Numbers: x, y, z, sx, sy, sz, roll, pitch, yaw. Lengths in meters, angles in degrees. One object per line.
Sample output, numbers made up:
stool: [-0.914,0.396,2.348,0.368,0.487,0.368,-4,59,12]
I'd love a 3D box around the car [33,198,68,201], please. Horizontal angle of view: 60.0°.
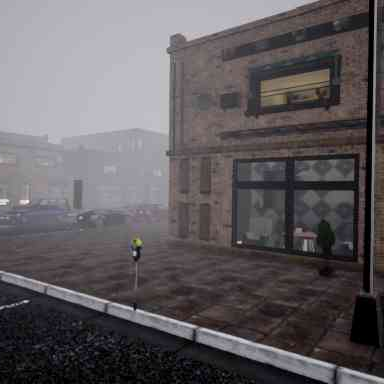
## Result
car: [-13.054,1.415,29.073,2.192,1.841,5.009,0,0,36]

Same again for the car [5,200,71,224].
car: [-12.015,1.649,26.086,1.812,1.442,4.674,1,0,36]

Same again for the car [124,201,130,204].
car: [-6.106,1.711,34.216,2.128,1.511,4.902,1,0,36]

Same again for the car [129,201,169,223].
car: [-3.015,1.724,28.629,1.967,1.590,4.097,0,0,36]

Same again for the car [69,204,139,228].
car: [-6.281,1.797,24.142,1.947,1.339,4.313,0,0,36]
